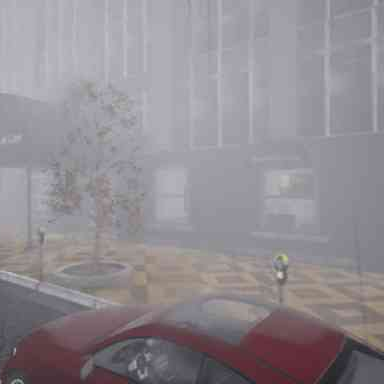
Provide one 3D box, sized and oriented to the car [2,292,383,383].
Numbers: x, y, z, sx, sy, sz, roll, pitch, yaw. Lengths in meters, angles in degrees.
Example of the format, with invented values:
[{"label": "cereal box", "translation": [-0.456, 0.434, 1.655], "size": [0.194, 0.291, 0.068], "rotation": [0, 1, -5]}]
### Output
[{"label": "car", "translation": [0.072, 1.580, 2.823], "size": [4.206, 1.307, 1.802], "rotation": [0, 0, 36]}]
